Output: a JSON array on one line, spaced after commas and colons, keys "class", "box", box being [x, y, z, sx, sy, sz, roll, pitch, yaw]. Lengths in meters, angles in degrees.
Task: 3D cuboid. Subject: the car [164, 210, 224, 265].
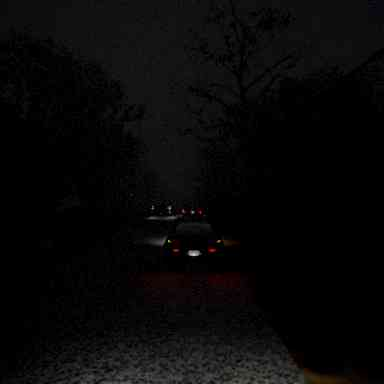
[{"class": "car", "box": [0.067, 1.574, 11.737, 1.812, 1.442, 4.674, 0, 0, 0]}]

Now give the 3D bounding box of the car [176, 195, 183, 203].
[{"class": "car", "box": [-3.102, 1.740, 73.871, 2.150, 2.045, 5.566, 0, -1, -1]}]

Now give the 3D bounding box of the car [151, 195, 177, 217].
[{"class": "car", "box": [-2.915, 1.488, 33.468, 2.097, 1.767, 4.553, 0, 0, 0]}]

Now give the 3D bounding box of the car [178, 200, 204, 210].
[{"class": "car", "box": [0.047, 1.665, 28.913, 2.033, 1.411, 5.357, 0, 0, 0]}]
